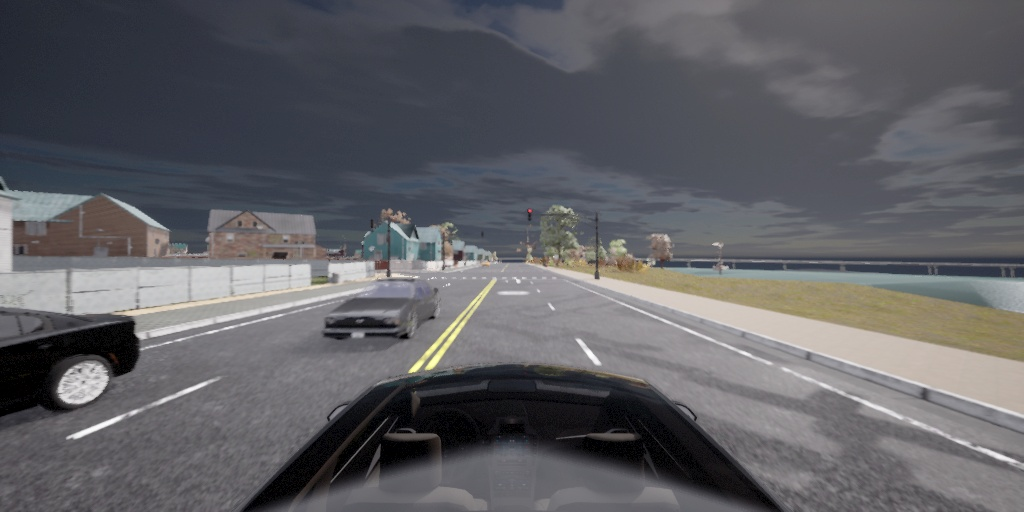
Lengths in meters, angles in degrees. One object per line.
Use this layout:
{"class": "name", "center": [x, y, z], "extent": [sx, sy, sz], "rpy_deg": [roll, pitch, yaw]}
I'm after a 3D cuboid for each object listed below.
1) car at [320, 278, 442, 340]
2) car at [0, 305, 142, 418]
{"class": "car", "center": [-3.350, 1.364, 10.469], "extent": [2.033, 1.411, 5.357], "rpy_deg": [0, 0, 0]}
{"class": "car", "center": [-6.600, 1.240, 3.320], "extent": [1.882, 1.535, 5.008], "rpy_deg": [0, 0, 0]}
